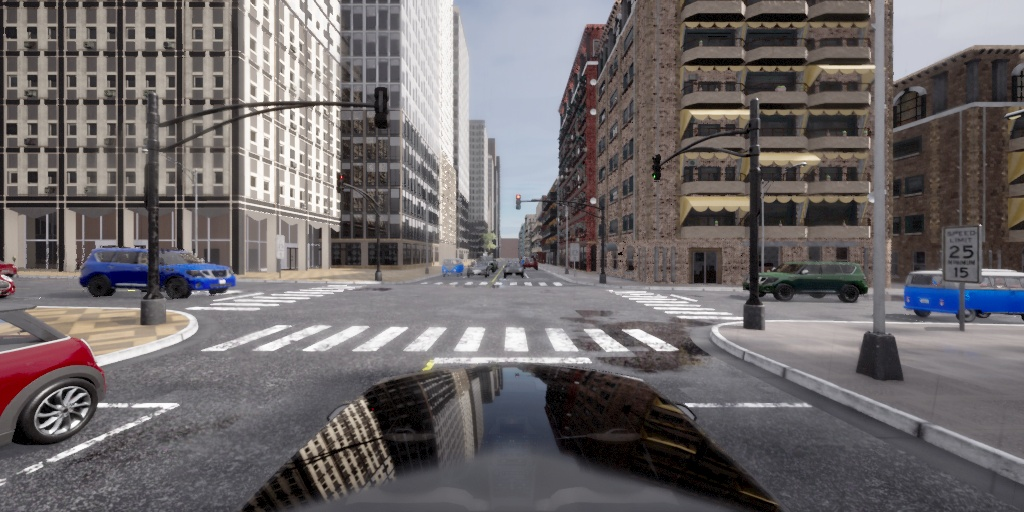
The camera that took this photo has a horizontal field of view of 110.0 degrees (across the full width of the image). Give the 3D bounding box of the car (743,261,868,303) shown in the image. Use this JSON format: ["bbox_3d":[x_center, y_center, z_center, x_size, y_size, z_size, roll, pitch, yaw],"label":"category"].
[{"bbox_3d":[15.446,1.297,19.004,5.566,2.045,2.150,1,0,0],"label":"car"}]

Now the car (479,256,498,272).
[{"bbox_3d":[-3.131,0.982,43.850,2.150,2.045,5.566,0,0,0],"label":"car"}]

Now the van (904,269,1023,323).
[{"bbox_3d":[16.904,1.453,13.083,3.998,1.789,1.690,0,0,0],"label":"van"}]

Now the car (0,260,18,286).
[{"bbox_3d":[-21.156,0.818,13.104,4.097,1.591,1.967,0,0,0],"label":"car"}]

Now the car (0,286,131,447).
[{"bbox_3d":[-5.691,1.190,2.349,1.967,1.591,4.097,0,0,0],"label":"car"}]

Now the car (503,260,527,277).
[{"bbox_3d":[0.127,1.357,34.827,1.895,1.301,4.718,0,0,-1],"label":"car"}]

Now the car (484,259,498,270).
[{"bbox_3d":[-3.126,1.244,54.166,1.882,1.535,5.008,0,0,0],"label":"car"}]

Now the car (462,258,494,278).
[{"bbox_3d":[-3.126,1.247,33.957,2.128,1.511,4.902,0,0,0],"label":"car"}]

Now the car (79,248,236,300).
[{"bbox_3d":[-15.301,0.709,15.637,5.566,2.045,2.150,1,0,2],"label":"car"}]

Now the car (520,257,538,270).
[{"bbox_3d":[2.652,1.079,51.483,2.192,1.841,5.009,0,0,0],"label":"car"}]

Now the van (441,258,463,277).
[{"bbox_3d":[-5.715,1.097,34.823,1.690,1.789,3.998,0,0,0],"label":"van"}]
